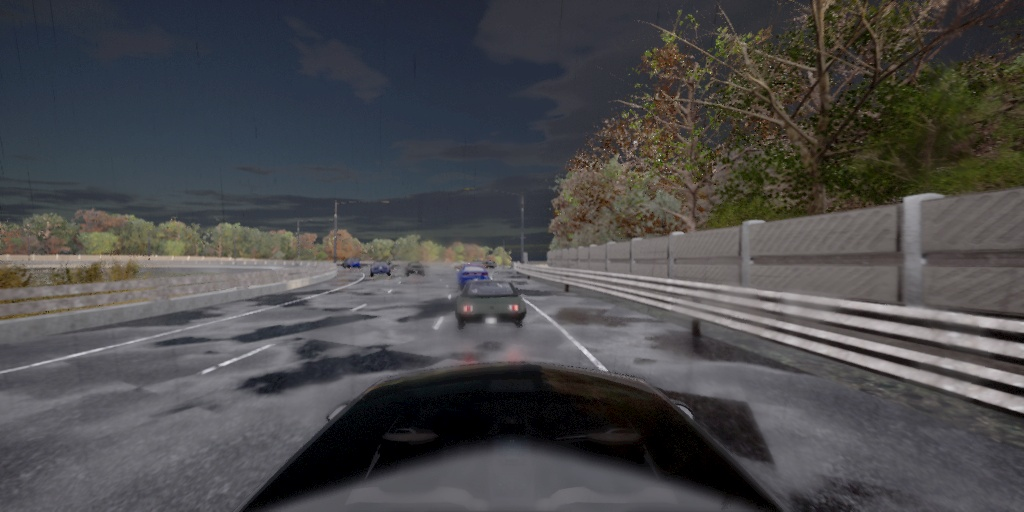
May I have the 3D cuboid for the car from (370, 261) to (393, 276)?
[{"bbox_3d":[-15.256,1.334,41.451,2.097,1.767,4.553,0,0,-22],"label":"car"}]

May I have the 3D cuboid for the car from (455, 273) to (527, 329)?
[{"bbox_3d":[-0.733,1.405,11.541,1.895,1.301,4.718,0,0,-5],"label":"car"}]

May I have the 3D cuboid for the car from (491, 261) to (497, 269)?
[{"bbox_3d":[-3.783,1.599,64.335,1.837,1.490,4.892,0,0,5],"label":"car"}]

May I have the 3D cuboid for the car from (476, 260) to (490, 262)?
[{"bbox_3d":[-4.224,1.345,45.645,2.097,1.767,4.553,0,0,-2],"label":"car"}]

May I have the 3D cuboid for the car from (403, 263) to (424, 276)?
[{"bbox_3d":[-11.035,1.477,40.366,1.837,1.490,4.892,0,-1,-21],"label":"car"}]

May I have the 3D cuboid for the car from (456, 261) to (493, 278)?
[{"bbox_3d":[-2.829,1.359,25.273,1.882,1.535,5.008,0,0,-12],"label":"car"}]
